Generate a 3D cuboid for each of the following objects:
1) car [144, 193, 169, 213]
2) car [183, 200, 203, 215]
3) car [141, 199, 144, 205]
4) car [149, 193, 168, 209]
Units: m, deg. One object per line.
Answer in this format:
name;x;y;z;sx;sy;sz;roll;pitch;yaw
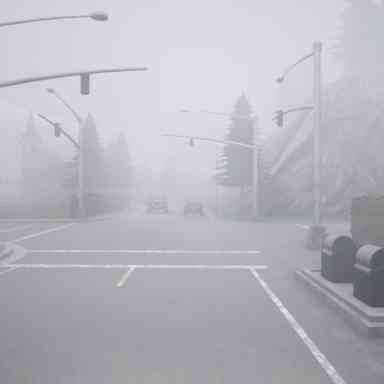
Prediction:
car;-3.754;1.230;37.198;2.150;2.045;5.566;0;0;-2
car;0.113;1.499;33.441;2.128;1.511;4.902;0;0;0
car;-7.455;1.578;57.163;1.994;1.385;4.181;0;0;-20
car;-4.812;1.233;47.486;2.150;2.045;5.566;0;0;-11
